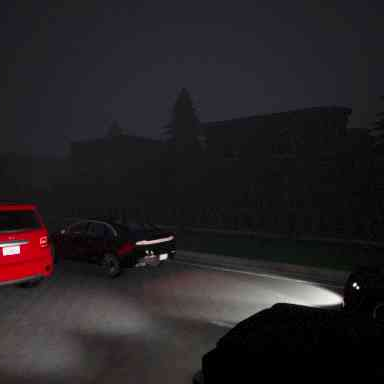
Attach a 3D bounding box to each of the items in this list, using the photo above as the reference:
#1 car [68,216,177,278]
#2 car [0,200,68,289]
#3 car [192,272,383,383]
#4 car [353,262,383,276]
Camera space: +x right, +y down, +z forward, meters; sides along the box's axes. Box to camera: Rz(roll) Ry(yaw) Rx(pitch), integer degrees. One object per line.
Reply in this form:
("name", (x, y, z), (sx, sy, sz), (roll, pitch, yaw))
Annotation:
("car", (-2.710, 1.492, 10.176), (4.902, 1.511, 2.128), (0, 0, 36))
("car", (-5.637, 1.221, 7.975), (5.566, 2.045, 2.150), (0, 0, 36))
("car", (2.334, 1.601, 2.327), (4.718, 1.301, 1.895), (0, 0, 36))
("car", (4.570, 1.564, 5.030), (4.181, 1.385, 1.994), (0, 0, 35))
